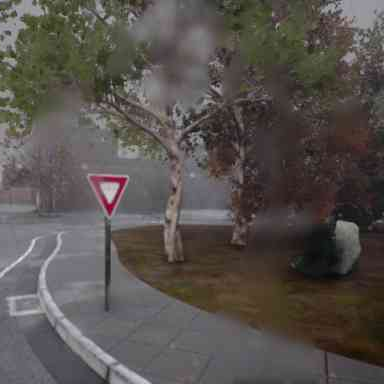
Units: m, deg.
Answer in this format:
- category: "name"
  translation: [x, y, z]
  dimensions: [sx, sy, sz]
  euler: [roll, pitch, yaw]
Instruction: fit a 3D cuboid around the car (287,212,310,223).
- category: "car"
  translation: [15.124, 3.667, 47.852]
  dimensions: [4.892, 1.490, 1.837]
  euler: [4, -3, -40]
